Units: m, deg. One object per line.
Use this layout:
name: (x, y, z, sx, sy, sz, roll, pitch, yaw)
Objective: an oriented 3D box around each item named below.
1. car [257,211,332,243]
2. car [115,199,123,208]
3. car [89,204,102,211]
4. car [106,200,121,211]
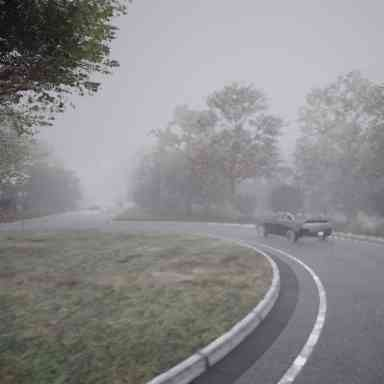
car: (5.195, 1.743, 17.573, 2.128, 1.511, 4.902, 0, -1, -17)
car: (-17.513, 2.753, 78.813, 2.150, 2.045, 5.566, -1, -1, -8)
car: (-19.189, 3.085, 66.107, 1.895, 1.301, 4.718, -1, -1, -8)
car: (-15.253, 2.861, 63.385, 1.882, 1.535, 5.008, -1, -1, -8)
